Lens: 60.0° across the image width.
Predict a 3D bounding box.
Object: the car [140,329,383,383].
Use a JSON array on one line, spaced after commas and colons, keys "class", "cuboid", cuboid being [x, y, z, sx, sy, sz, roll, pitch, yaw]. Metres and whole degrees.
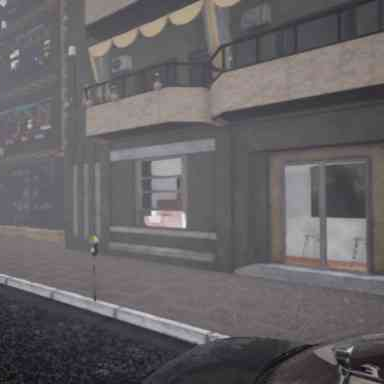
[{"class": "car", "cuboid": [1.503, 1.548, 1.805, 4.403, 1.369, 2.008, -1, -1, 35]}]
